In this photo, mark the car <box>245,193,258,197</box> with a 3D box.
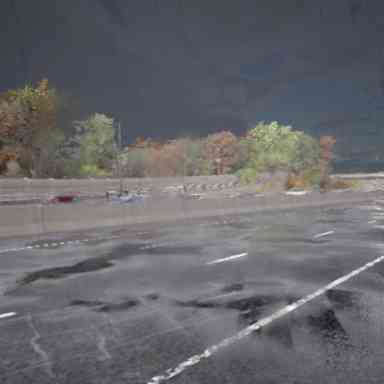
[{"bbox_3d":[9.986,0.899,47.212,1.812,1.442,4.674,0,1,45],"label":"car"}]

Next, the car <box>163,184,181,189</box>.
[{"bbox_3d":[-4.116,-0.630,70.225,2.150,2.045,5.566,-1,2,23],"label":"car"}]

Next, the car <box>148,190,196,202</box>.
[{"bbox_3d":[-1.384,1.013,30.563,2.097,1.767,4.553,0,1,44],"label":"car"}]

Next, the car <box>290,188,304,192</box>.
[{"bbox_3d":[19.244,0.361,61.661,2.150,2.045,5.566,0,1,45],"label":"car"}]

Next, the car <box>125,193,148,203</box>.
[{"bbox_3d":[-3.893,1.014,33.003,2.097,1.767,4.553,0,1,44],"label":"car"}]

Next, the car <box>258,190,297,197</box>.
[{"bbox_3d":[11.247,0.890,43.509,2.128,1.511,4.902,0,1,45],"label":"car"}]

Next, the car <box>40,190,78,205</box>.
[{"bbox_3d":[-16.074,0.553,40.254,2.097,1.767,4.553,-1,1,23],"label":"car"}]

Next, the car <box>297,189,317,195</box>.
[{"bbox_3d":[21.222,0.642,58.690,2.128,1.511,4.902,0,1,45],"label":"car"}]

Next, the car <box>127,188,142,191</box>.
[{"bbox_3d":[-9.960,0.129,56.152,2.097,1.767,4.553,-1,2,22],"label":"car"}]

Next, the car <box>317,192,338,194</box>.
[{"bbox_3d":[23.764,0.694,56.273,2.033,1.411,5.357,0,1,45],"label":"car"}]

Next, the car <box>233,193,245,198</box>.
[{"bbox_3d":[8.052,0.869,50.227,1.837,1.490,4.892,0,1,45],"label":"car"}]

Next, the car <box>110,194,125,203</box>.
[{"bbox_3d":[-6.533,1.121,35.278,1.812,1.442,4.674,2,-1,44],"label":"car"}]
